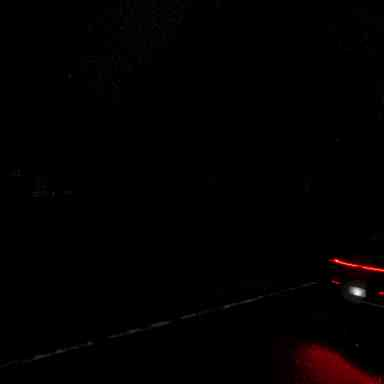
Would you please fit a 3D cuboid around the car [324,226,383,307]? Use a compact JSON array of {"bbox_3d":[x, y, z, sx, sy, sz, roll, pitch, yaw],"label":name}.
[{"bbox_3d":[4.857,1.492,7.212,4.892,1.490,1.837,0,0,-35],"label":"car"}]
